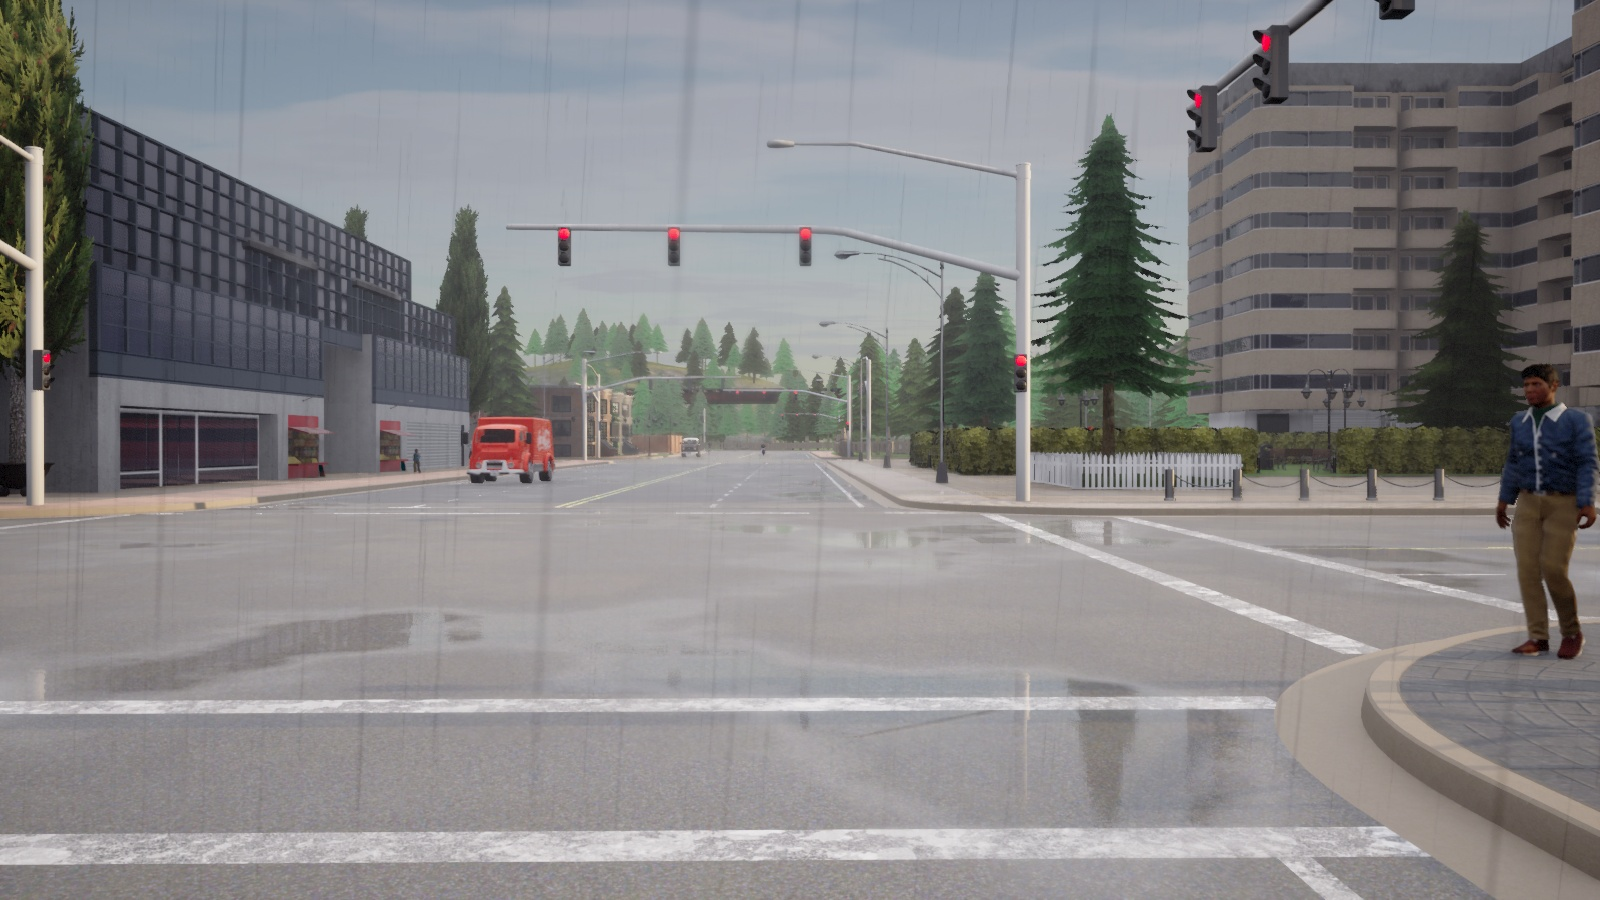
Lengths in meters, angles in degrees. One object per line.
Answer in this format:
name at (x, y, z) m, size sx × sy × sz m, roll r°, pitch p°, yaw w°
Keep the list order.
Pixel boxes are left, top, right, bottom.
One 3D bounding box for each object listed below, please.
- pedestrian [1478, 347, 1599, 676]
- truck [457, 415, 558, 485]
pedestrian at (4.678, 0.365, 7.824) m, size 0.788 × 1.949 × 0.423 m, roll 0°, pitch 0°, yaw -28°
truck at (-10.925, -0.016, 47.328) m, size 2.627 × 2.467 × 5.204 m, roll 0°, pitch 0°, yaw 0°
